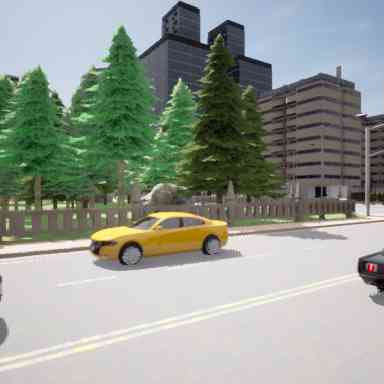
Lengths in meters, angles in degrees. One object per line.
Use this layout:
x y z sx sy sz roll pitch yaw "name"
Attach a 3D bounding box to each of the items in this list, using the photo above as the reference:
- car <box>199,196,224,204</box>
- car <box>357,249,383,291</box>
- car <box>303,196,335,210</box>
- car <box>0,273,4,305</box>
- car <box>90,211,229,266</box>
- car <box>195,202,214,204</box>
3.724 1.547 64.550 2.033 1.411 5.357 0 0 -33 "car"
5.934 1.599 7.697 4.718 1.301 1.895 0 0 -35 "car"
14.727 1.477 41.512 1.882 1.535 5.008 0 0 -33 "car"
-5.410 1.505 4.590 4.892 1.490 1.837 0 0 -34 "car"
-0.998 1.478 11.711 5.008 1.535 1.882 0 0 -33 "car"
2.113 1.492 60.616 2.128 1.511 4.902 0 0 -33 "car"
